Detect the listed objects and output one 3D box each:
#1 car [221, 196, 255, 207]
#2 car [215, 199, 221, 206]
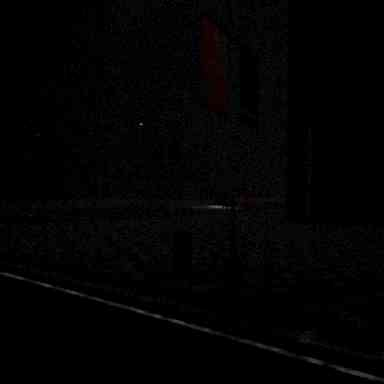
[{"bbox_3d":[6.809,1.307,47.006,5.008,1.535,1.882,0,0,-41],"label":"car"},{"bbox_3d":[5.421,1.363,50.113,4.181,1.385,1.994,0,0,-41],"label":"car"}]
